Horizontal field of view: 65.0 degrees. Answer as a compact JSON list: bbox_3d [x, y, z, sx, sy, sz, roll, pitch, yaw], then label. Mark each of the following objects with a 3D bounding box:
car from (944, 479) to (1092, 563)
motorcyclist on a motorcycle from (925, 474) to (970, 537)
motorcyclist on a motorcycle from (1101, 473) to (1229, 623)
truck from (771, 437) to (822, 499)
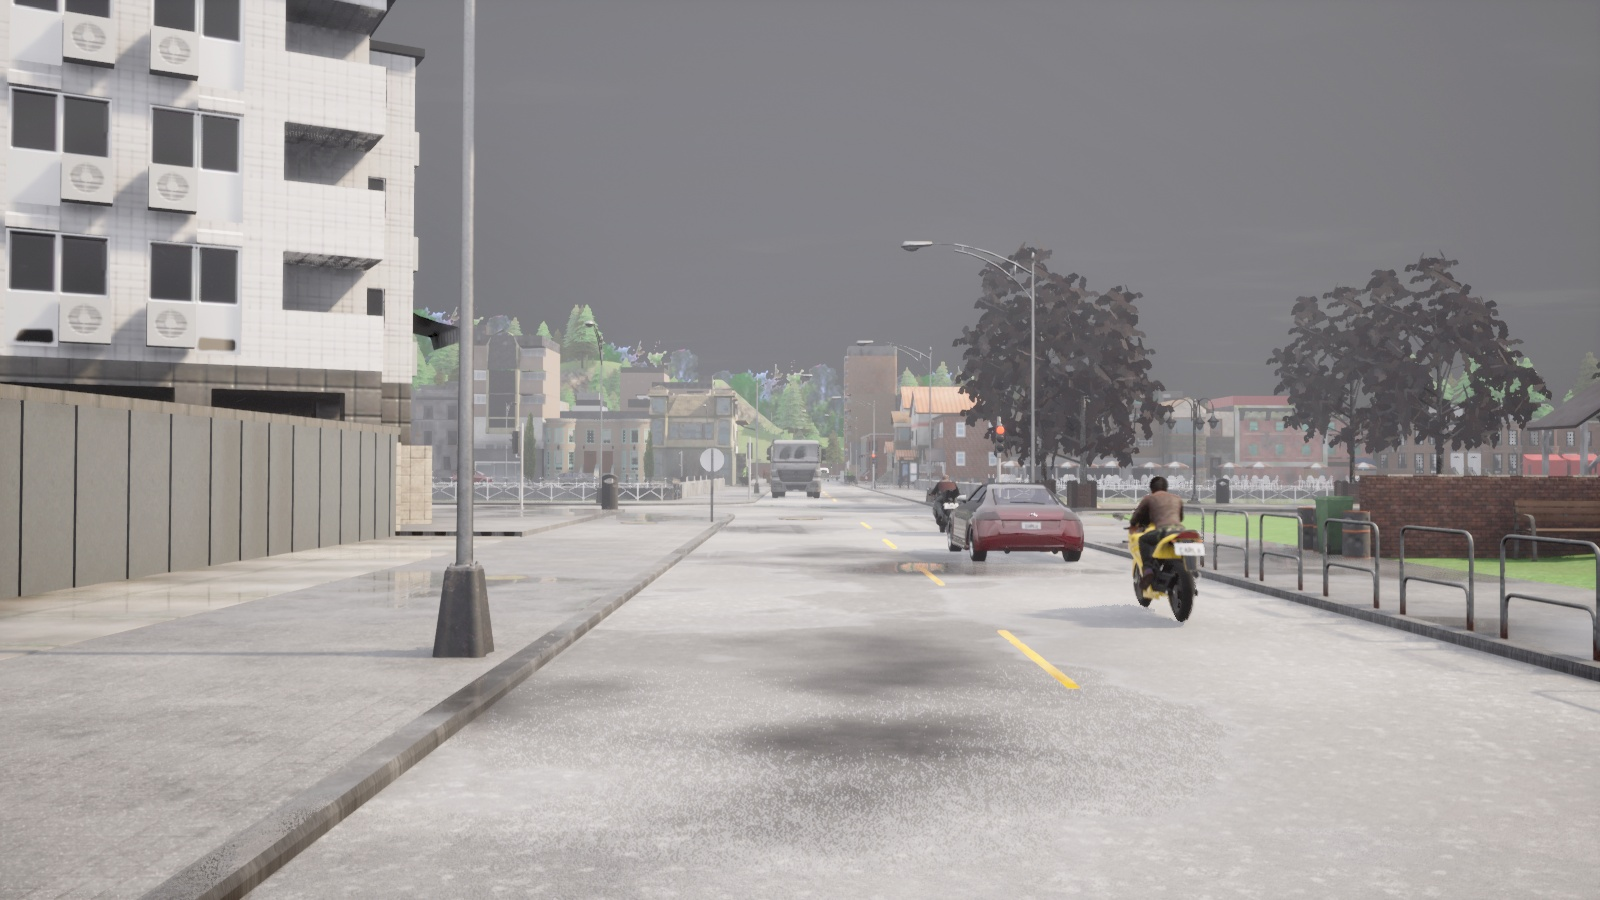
[{"bbox_3d":[3.933,1.255,23.348,1.994,1.385,4.181,0,-1,0],"label":"car"},{"bbox_3d":[3.677,1.363,31.448,0.866,1.530,2.191,0,-1,0],"label":"motorcyclist on a motorcycle"},{"bbox_3d":[3.959,1.013,13.796,0.797,1.523,2.044,0,-1,0],"label":"motorcyclist on a motorcycle"},{"bbox_3d":[-0.218,1.087,74.708,2.891,3.462,7.936,0,-1,0],"label":"truck"}]
